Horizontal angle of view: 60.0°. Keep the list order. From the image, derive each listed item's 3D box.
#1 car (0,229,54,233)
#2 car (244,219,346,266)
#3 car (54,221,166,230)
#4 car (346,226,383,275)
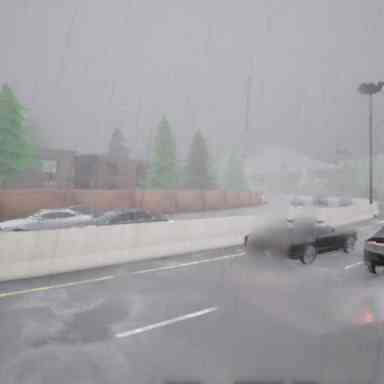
[{"bbox_3d":[-7.131,1.573,16.374,4.674,1.442,1.812,0,0,-39],"label":"car"},{"bbox_3d":[4.029,1.617,11.770,4.718,1.301,1.895,0,0,-41],"label":"car"},{"bbox_3d":[-3.283,1.542,15.006,4.892,1.490,1.837,0,0,-40],"label":"car"},{"bbox_3d":[6.582,1.497,9.429,4.902,1.511,2.128,0,0,-42],"label":"car"}]
